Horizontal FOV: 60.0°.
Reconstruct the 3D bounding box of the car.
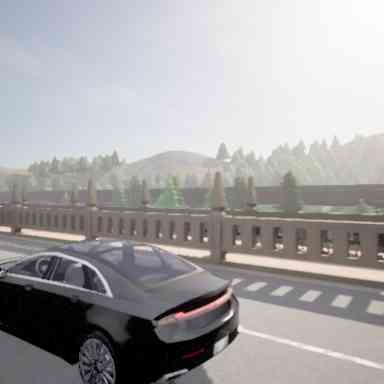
[{"bbox_3d":[-1.646,1.509,5.147,4.902,1.511,2.128,0,0,36],"label":"car"}]
